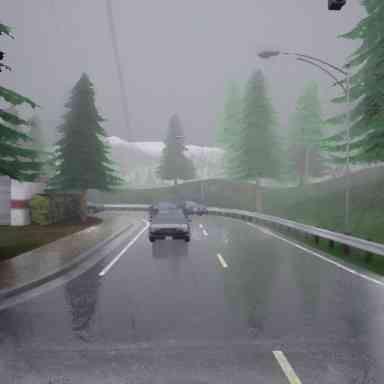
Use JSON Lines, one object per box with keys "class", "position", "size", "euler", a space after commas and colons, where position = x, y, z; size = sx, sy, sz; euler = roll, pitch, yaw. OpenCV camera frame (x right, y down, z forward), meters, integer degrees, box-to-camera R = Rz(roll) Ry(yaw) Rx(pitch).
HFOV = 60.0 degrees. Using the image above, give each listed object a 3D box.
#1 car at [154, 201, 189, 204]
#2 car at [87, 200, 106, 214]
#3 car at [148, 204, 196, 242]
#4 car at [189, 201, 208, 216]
{"class": "car", "position": [-2.265, 1.522, 27.010], "size": [2.033, 1.411, 5.357], "euler": [0, 0, -19]}
{"class": "car", "position": [-11.145, 1.479, 33.566], "size": [4.892, 1.490, 1.837], "euler": [0, 0, 6]}
{"class": "car", "position": [-1.034, 1.529, 16.492], "size": [2.033, 1.411, 5.357], "euler": [0, 0, -2]}
{"class": "car", "position": [-0.746, 1.521, 31.062], "size": [2.033, 1.411, 5.357], "euler": [0, 0, -38]}
